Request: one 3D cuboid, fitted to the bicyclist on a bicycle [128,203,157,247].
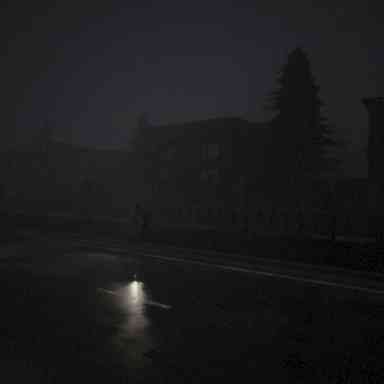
[{"bbox_3d":[-1.921,1.214,12.865,0.582,1.620,1.656,1,9,35],"label":"bicyclist on a bicycle"}]
